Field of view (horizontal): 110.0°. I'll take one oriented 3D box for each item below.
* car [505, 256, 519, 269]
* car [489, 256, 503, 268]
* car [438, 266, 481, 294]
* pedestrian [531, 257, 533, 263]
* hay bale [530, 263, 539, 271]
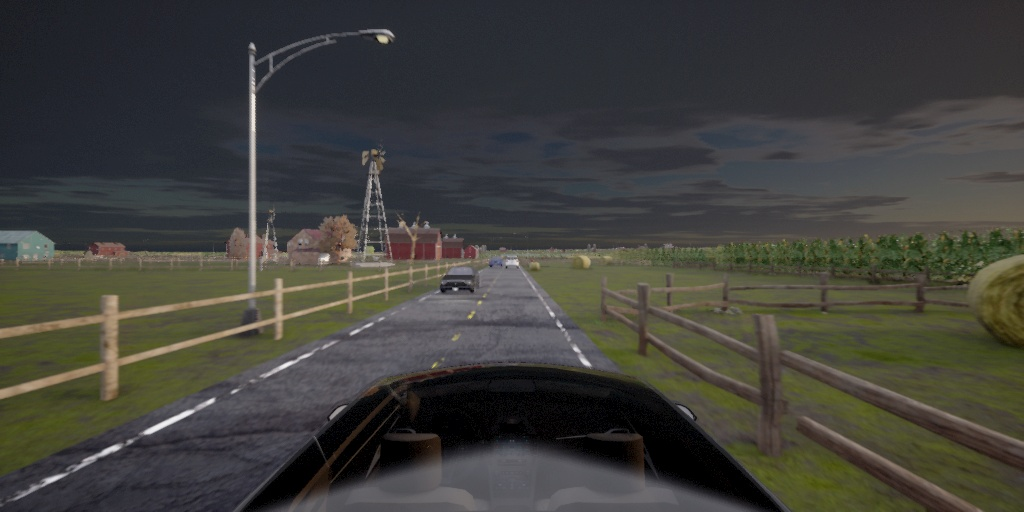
[{"bbox_3d":[0.015,0.994,58.432,2.150,2.045,5.566,0,0,0],"label":"car"},{"bbox_3d":[-2.754,1.007,63.309,2.150,2.045,5.566,0,0,0],"label":"car"},{"bbox_3d":[-2.844,1.296,20.707,2.033,1.411,5.357,0,0,0],"label":"car"},{"bbox_3d":[2.836,1.064,50.972,0.375,1.860,0.375,-1,1,4],"label":"pedestrian"},{"bbox_3d":[3.136,1.420,49.869,1.220,1.180,1.240,0,0,0],"label":"hay bale"}]
